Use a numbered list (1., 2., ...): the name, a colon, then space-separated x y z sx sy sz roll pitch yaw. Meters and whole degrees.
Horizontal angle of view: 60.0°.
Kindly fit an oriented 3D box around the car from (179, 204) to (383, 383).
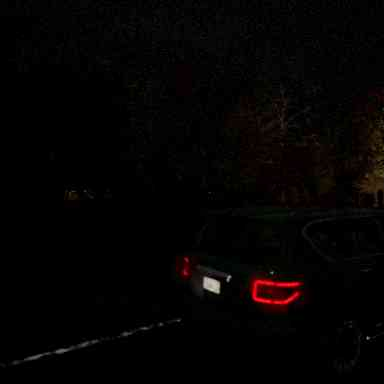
1. car: 2.421 1.223 5.597 5.566 2.045 2.150 0 0 -36
